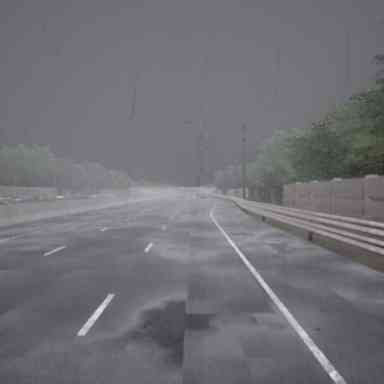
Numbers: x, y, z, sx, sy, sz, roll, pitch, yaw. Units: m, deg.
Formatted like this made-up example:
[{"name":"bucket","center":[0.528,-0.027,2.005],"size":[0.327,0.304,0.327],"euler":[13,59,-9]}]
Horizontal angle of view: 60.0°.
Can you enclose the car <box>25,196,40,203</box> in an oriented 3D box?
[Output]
[{"name":"car","center":[-27.353,1.516,56.333],"size":[1.837,1.490,4.892],"euler":[0,0,-3]}]

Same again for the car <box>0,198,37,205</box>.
[{"name":"car","center":[-17.580,1.556,32.834],"size":[1.994,1.385,4.181],"euler":[0,0,0]}]

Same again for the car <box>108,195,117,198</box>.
[{"name":"car","center":[-17.487,1.439,73.289],"size":[1.812,1.442,4.674],"euler":[0,0,0]}]

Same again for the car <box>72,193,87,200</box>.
[{"name":"car","center":[-24.487,1.140,73.260],"size":[2.150,2.045,5.566],"euler":[0,0,0]}]

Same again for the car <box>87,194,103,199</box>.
[{"name":"car","center":[-20.987,1.439,73.290],"size":[1.812,1.442,4.674],"euler":[0,0,0]}]
